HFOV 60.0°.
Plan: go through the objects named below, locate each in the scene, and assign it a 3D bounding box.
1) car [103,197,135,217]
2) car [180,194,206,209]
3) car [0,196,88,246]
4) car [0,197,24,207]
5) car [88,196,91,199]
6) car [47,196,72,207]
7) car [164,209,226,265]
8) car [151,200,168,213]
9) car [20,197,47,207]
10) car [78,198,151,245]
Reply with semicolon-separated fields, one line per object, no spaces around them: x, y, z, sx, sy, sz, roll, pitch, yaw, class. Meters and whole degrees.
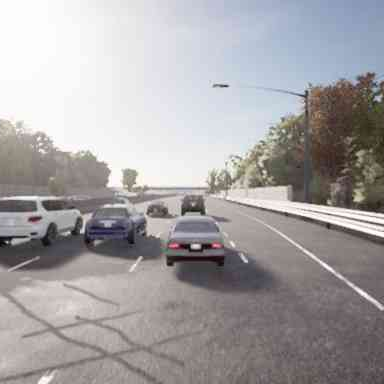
-6.901;1.355;32.012;2.097;1.767;4.553;0;0;0;car
0.099;1.224;31.387;2.150;2.045;5.566;0;0;0;car
-6.901;1.218;15.390;2.150;2.045;5.566;0;0;0;car
-28.052;1.524;51.156;1.837;1.490;4.892;0;0;1;car
-17.557;1.374;53.108;2.097;1.767;4.553;0;0;0;car
-21.050;1.499;53.029;1.882;1.535;5.008;0;0;0;car
0.101;1.544;11.647;2.033;1.411;5.357;0;0;0;car
-3.401;1.529;33.297;1.812;1.442;4.674;0;0;0;car
-24.562;1.524;51.603;1.837;1.490;4.892;0;0;0;car
-3.400;1.349;15.549;2.097;1.767;4.553;0;0;0;car
